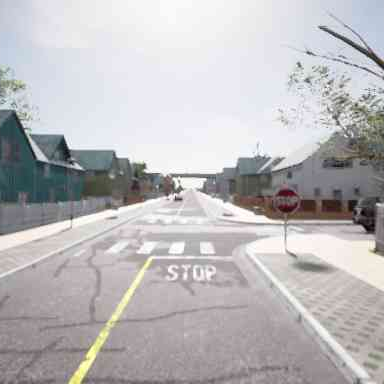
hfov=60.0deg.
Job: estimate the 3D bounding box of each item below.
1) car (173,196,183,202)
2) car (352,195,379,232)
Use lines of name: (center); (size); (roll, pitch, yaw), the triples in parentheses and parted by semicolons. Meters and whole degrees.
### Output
car: (-2.736, 1.365, 66.962); (1.895, 1.301, 4.718); (0, 0, 0)
car: (11.552, 1.183, 17.746); (5.566, 2.045, 2.150); (0, -1, -1)
